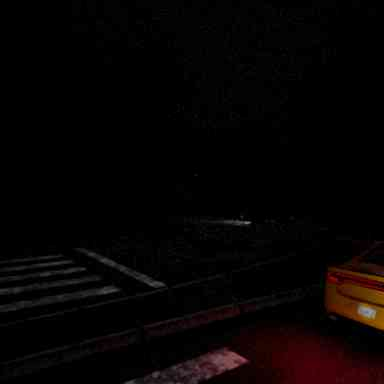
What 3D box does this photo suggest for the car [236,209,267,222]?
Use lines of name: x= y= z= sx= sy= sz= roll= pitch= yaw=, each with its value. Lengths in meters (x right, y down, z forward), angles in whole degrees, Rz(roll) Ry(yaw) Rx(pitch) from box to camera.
car: x=7.089 y=2.828 z=40.995 sx=2.128 sy=1.511 sz=4.902 roll=2 pitch=-3 yaw=30

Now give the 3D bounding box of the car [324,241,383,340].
car: x=4.487 y=1.538 z=5.891 sx=5.008 sy=1.535 sz=1.882 roll=1 pitch=-1 yaw=-32

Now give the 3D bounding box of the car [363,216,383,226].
car: x=30.233 y=4.664 z=52.525 sx=5.357 sy=1.411 sz=2.033 roll=2 pitch=-2 yaw=20

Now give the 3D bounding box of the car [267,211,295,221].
car: x=13.768 y=3.650 z=51.606 sx=4.892 sy=1.490 sz=1.837 roll=5 pitch=-3 yaw=-25

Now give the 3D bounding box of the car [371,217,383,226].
car: x=28.469 y=4.503 z=49.677 sx=4.718 sy=1.301 sz=1.895 roll=2 pitch=-2 yaw=19
